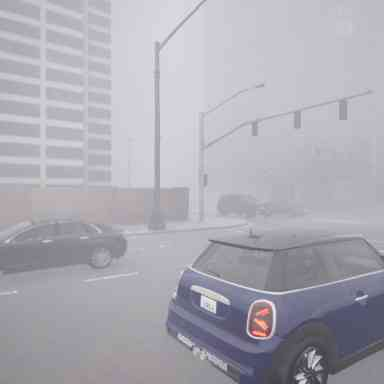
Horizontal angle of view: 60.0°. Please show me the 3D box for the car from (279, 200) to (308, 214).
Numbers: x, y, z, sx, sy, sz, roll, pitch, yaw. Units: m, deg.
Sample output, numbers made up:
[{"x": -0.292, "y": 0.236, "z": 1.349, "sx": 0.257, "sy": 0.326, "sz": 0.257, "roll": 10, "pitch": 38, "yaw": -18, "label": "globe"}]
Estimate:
[{"x": 8.206, "y": 1.491, "z": 30.175, "sx": 2.128, "sy": 1.511, "sz": 4.902, "roll": 0, "pitch": 0, "yaw": -36, "label": "car"}]

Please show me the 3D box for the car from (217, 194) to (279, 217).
[{"x": 4.541, "y": 1.223, "z": 29.282, "sx": 2.150, "sy": 2.045, "sz": 5.566, "roll": 0, "pitch": 0, "yaw": -36, "label": "car"}]

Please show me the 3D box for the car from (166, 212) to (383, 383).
[{"x": 1.937, "y": 1.352, "z": 5.170, "sx": 4.553, "sy": 1.767, "sz": 2.097, "roll": 0, "pitch": 0, "yaw": -35, "label": "car"}]

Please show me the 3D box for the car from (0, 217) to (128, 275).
[{"x": -4.265, "y": 1.505, "z": 9.506, "sx": 4.892, "sy": 1.490, "sz": 1.837, "roll": 0, "pitch": 0, "yaw": -35, "label": "car"}]
